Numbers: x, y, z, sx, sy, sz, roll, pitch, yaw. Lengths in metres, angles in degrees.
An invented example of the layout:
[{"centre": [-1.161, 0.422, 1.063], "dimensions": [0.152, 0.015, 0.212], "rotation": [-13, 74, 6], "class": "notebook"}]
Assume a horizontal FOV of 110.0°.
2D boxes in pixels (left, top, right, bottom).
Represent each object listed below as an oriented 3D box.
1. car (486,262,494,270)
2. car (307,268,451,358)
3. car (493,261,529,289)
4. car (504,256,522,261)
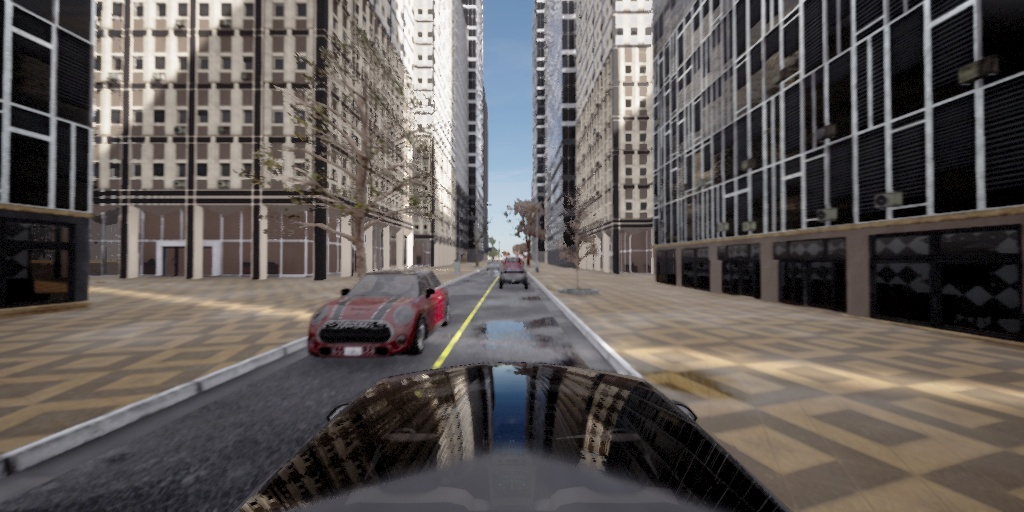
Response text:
[{"centre": [-2.812, 1.480, 53.994], "dimensions": [1.895, 1.301, 4.718], "rotation": [0, 0, 1], "class": "car"}, {"centre": [-2.843, 1.121, 8.668], "dimensions": [2.097, 1.767, 4.553], "rotation": [0, 0, 0], "class": "car"}, {"centre": [0.097, 1.298, 23.856], "dimensions": [2.128, 1.511, 4.902], "rotation": [0, 0, 0], "class": "car"}, {"centre": [0.094, 1.061, 37.205], "dimensions": [2.150, 2.045, 5.566], "rotation": [0, 0, 0], "class": "car"}]
